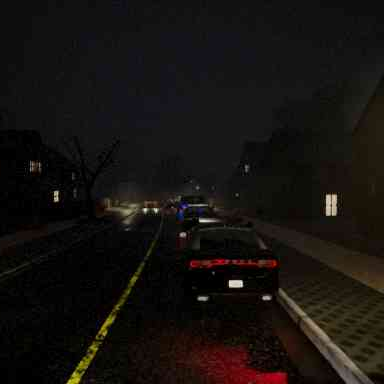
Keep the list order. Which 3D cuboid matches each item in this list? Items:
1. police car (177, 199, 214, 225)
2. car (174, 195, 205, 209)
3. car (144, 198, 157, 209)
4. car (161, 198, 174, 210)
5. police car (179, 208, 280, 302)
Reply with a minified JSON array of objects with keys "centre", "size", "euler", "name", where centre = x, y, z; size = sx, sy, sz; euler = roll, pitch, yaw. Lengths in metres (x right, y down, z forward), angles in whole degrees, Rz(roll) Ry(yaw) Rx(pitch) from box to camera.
[{"centre":[0.334,1.445,18.534],"size":[1.930,1.638,5.238],"euler":[0,0,-3],"name":"police car"},{"centre":[-0.014,1.264,24.484],"size":[2.150,2.045,5.566],"euler":[0,0,-4],"name":"car"},{"centre":[-6.232,1.666,50.150],"size":[1.882,1.535,5.008],"euler":[0,0,-8],"name":"car"},{"centre":[-2.812,1.742,45.619],"size":[1.895,1.301,4.718],"euler":[0,0,-7],"name":"car"},{"centre":[0.713,1.426,8.476],"size":[1.930,1.638,5.238],"euler":[0,0,-1],"name":"police car"}]
